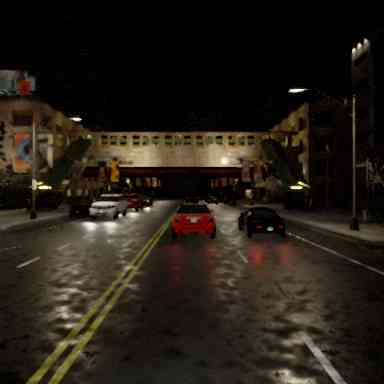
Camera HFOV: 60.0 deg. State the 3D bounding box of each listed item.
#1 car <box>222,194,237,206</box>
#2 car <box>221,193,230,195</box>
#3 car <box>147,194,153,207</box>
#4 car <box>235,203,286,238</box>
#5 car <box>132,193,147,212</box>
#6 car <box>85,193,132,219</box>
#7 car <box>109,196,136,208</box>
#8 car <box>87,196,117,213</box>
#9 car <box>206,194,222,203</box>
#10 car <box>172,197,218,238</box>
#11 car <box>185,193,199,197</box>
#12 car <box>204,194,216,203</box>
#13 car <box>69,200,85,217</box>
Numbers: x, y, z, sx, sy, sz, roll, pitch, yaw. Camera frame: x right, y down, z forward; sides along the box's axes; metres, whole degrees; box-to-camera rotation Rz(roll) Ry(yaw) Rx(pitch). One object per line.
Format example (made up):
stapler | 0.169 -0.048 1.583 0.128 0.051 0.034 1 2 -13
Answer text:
car | 6.700 1.543 59.714 1.895 1.301 4.718 0 0 0
car | 6.651 1.170 67.109 2.435 2.045 5.566 0 0 0
car | -7.048 1.310 49.222 2.097 1.767 4.553 0 0 1
car | 3.592 1.510 17.584 1.812 1.442 4.674 0 0 0
car | -7.053 1.188 39.089 2.150 2.045 5.566 0 0 1
car | -7.069 1.197 28.791 2.150 2.045 5.566 0 0 0
car | -10.026 1.440 48.478 2.231 1.521 4.892 0 0 10
car | -10.056 1.322 37.702 2.185 1.767 4.553 0 0 0
car | 3.519 1.498 56.806 2.033 1.411 5.357 0 0 1
car | 0.092 1.337 17.580 2.097 1.767 4.553 0 0 0
car | 0.019 1.172 56.836 2.150 2.045 5.566 0 0 1
car | 3.601 1.289 67.187 2.097 1.767 4.553 0 0 0
car | -9.914 1.453 31.277 2.097 1.535 5.008 0 0 0
